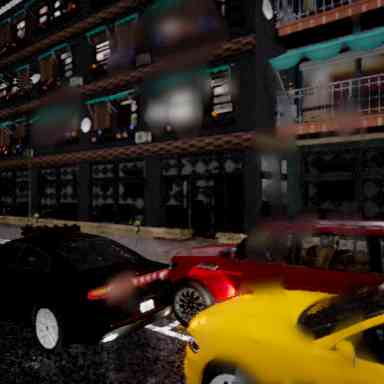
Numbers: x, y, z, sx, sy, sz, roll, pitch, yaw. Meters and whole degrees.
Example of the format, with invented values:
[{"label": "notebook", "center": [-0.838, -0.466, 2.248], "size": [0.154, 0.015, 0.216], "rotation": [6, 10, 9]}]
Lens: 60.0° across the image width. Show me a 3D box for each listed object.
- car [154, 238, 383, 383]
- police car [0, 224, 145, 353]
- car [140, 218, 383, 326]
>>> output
[{"label": "car", "center": [2.210, 1.494, 2.770], "size": [5.008, 1.535, 1.882], "rotation": [0, 0, 36]}, {"label": "police car", "center": [-2.753, 1.450, 6.336], "size": [5.238, 1.638, 1.930], "rotation": [0, 0, 36]}, {"label": "car", "center": [1.813, 1.341, 5.264], "size": [5.009, 1.841, 2.192], "rotation": [0, -1, 36]}]
